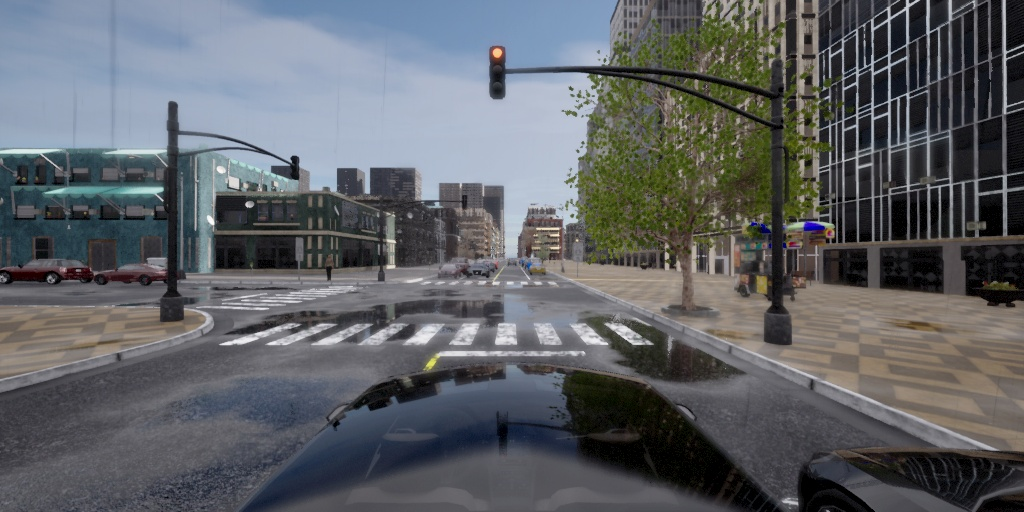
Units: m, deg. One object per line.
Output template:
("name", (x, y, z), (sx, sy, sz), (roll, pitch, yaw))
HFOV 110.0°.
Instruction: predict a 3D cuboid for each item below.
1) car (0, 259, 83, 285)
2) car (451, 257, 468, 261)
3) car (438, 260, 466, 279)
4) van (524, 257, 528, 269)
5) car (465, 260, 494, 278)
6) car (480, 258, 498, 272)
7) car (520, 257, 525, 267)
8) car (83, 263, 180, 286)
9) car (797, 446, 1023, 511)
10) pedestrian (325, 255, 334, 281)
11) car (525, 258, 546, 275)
("car", (-28.360, 0.879, 21.800), (4.097, 1.591, 1.967), (0, 0, -1))
("car", (-5.674, 1.067, 38.507), (2.192, 1.841, 5.009), (0, 0, 0))
("car", (-5.676, 1.334, 32.956), (1.802, 1.307, 4.207), (0, 0, 0))
("van", (2.709, 1.094, 44.057), (1.690, 1.789, 3.998), (0, 0, 0))
("car", (-3.085, 1.316, 33.779), (1.994, 1.385, 4.181), (0, 0, 0))
("car", (-3.081, 1.317, 43.828), (1.994, 1.385, 4.181), (0, 0, 0))
("car", (2.713, 1.305, 55.159), (2.007, 1.370, 4.403), (0, 0, 0))
("car", (-22.812, 1.089, 21.876), (4.207, 1.307, 1.802), (0, 0, -1))
("car", (2.691, 1.316, 0.476), (1.948, 1.339, 4.313), (0, 0, 0))
("pedestrian", (-12.739, 0.788, 24.963), (0.375, 1.860, 0.375), (0, -1, -1))
("car", (2.706, 1.278, 38.676), (1.751, 1.417, 4.829), (0, 0, 0))
